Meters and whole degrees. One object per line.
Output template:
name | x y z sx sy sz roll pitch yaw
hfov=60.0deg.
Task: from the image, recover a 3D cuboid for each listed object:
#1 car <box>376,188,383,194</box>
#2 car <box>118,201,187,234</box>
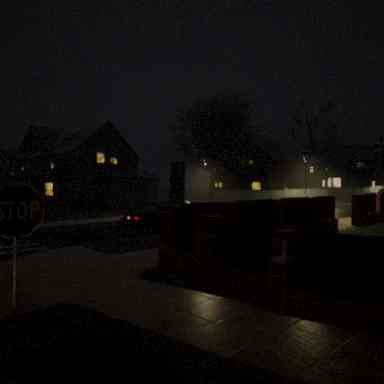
car | 21.733 0.371 36.323 4.553 1.767 2.097 -1 2 -41
car | -0.953 1.154 16.561 5.357 1.411 2.033 -1 2 -41
